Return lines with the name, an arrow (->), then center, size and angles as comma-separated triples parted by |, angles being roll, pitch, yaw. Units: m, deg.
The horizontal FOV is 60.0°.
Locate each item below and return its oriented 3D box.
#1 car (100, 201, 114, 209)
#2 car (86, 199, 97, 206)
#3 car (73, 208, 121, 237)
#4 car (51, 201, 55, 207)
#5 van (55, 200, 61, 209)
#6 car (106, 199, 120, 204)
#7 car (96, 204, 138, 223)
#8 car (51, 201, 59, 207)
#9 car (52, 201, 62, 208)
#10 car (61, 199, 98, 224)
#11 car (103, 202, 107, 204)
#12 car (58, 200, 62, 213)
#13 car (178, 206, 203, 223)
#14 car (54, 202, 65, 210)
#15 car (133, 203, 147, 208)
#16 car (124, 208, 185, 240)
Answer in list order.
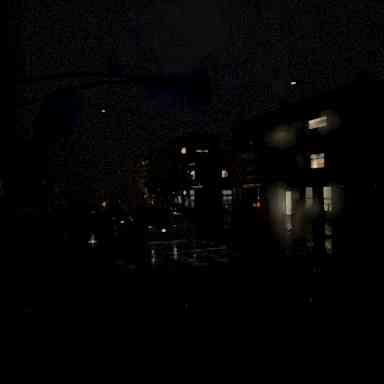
car -> -16.616, 2.511, 64.860 | 1.752, 1.417, 4.829 | -2, 0, -24
car -> -25.662, 2.645, 84.881 | 2.192, 1.841, 5.009 | -2, 0, -24
car -> -6.086, 1.940, 20.861 | 1.947, 1.339, 4.313 | -2, 0, -24
car -> -24.193, 2.382, 61.266 | 2.192, 1.841, 5.009 | -2, 0, -24
van -> -19.638, 2.235, 51.178 | 1.690, 1.788, 3.998 | -2, 0, -24
car -> -14.276, 2.212, 59.662 | 2.192, 1.841, 5.009 | -2, 0, -24
car -> -6.573, 2.007, 28.572 | 2.033, 1.411, 5.357 | -1, -1, -24
car -> -35.505, 3.023, 86.329 | 1.752, 1.417, 4.829 | -2, 0, -24
car -> -31.019, 2.872, 76.396 | 1.887, 1.381, 4.507 | -2, 0, -24
car -> -10.323, 1.851, 30.298 | 2.192, 1.841, 5.009 | -2, 0, -24
car -> -12.058, 2.173, 40.766 | 1.837, 1.490, 4.892 | -1, 0, -24
car -> -14.792, 2.149, 40.422 | 1.967, 1.590, 4.097 | -2, 0, -24
car -> -0.487, 1.925, 29.454 | 2.008, 1.369, 4.403 | -2, 0, -24
car -> -26.395, 2.676, 66.154 | 1.752, 1.417, 4.829 | -2, 0, -24
car -> -7.124, 2.176, 43.865 | 2.008, 1.369, 4.403 | -2, 0, -24
car -> -2.292, 1.860, 19.104 | 1.994, 1.385, 4.181 | -1, -1, -25
